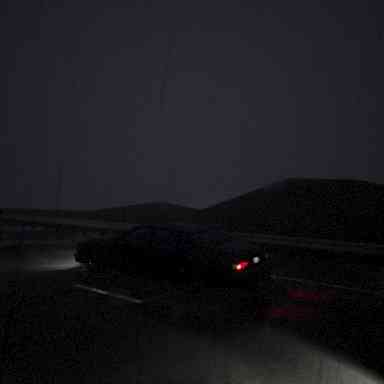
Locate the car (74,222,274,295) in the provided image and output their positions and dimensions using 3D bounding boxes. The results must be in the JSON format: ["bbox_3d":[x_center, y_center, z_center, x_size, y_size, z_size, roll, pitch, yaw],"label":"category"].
[{"bbox_3d":[-0.682,1.503,8.602,5.357,1.411,2.033,1,0,34],"label":"car"}]
